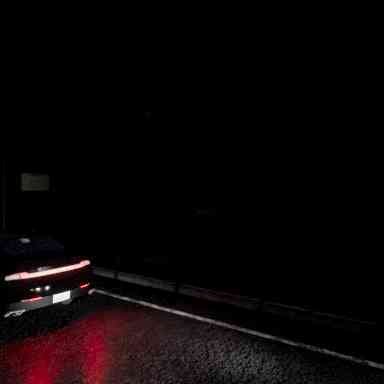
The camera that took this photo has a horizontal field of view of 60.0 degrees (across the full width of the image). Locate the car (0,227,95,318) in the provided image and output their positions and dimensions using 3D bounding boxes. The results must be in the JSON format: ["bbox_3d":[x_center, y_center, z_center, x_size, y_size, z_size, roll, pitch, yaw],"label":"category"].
[{"bbox_3d":[-4.056,1.492,6.864,4.902,1.511,2.128,0,0,37],"label":"car"}]
